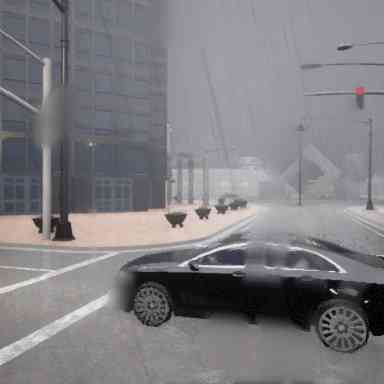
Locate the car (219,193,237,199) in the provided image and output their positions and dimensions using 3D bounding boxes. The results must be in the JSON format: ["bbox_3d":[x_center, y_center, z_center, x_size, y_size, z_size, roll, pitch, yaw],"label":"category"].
[{"bbox_3d":[9.840,1.182,90.258,4.892,1.490,1.837,0,0,-9],"label":"car"}]

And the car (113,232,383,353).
[{"bbox_3d":[1.012,1.479,5.856,4.902,1.511,2.128,0,0,18],"label":"car"}]
